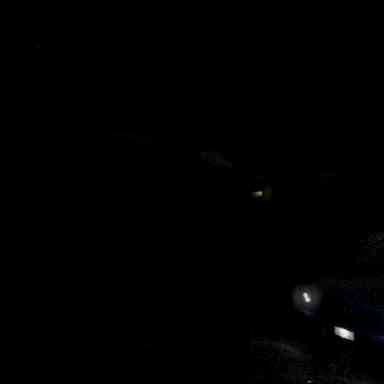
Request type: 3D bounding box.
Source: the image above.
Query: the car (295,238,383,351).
[{"bbox_3d":[4.248,1.541,6.093,5.357,1.411,2.033,0,0,-35],"label":"car"}]
